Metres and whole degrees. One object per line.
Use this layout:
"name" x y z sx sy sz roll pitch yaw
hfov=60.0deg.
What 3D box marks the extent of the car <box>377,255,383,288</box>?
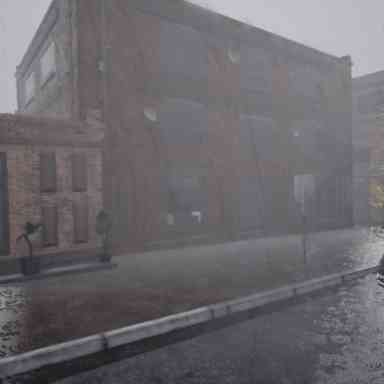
"car" 6.253 1.500 7.832 4.892 1.490 1.837 0 0 -35
